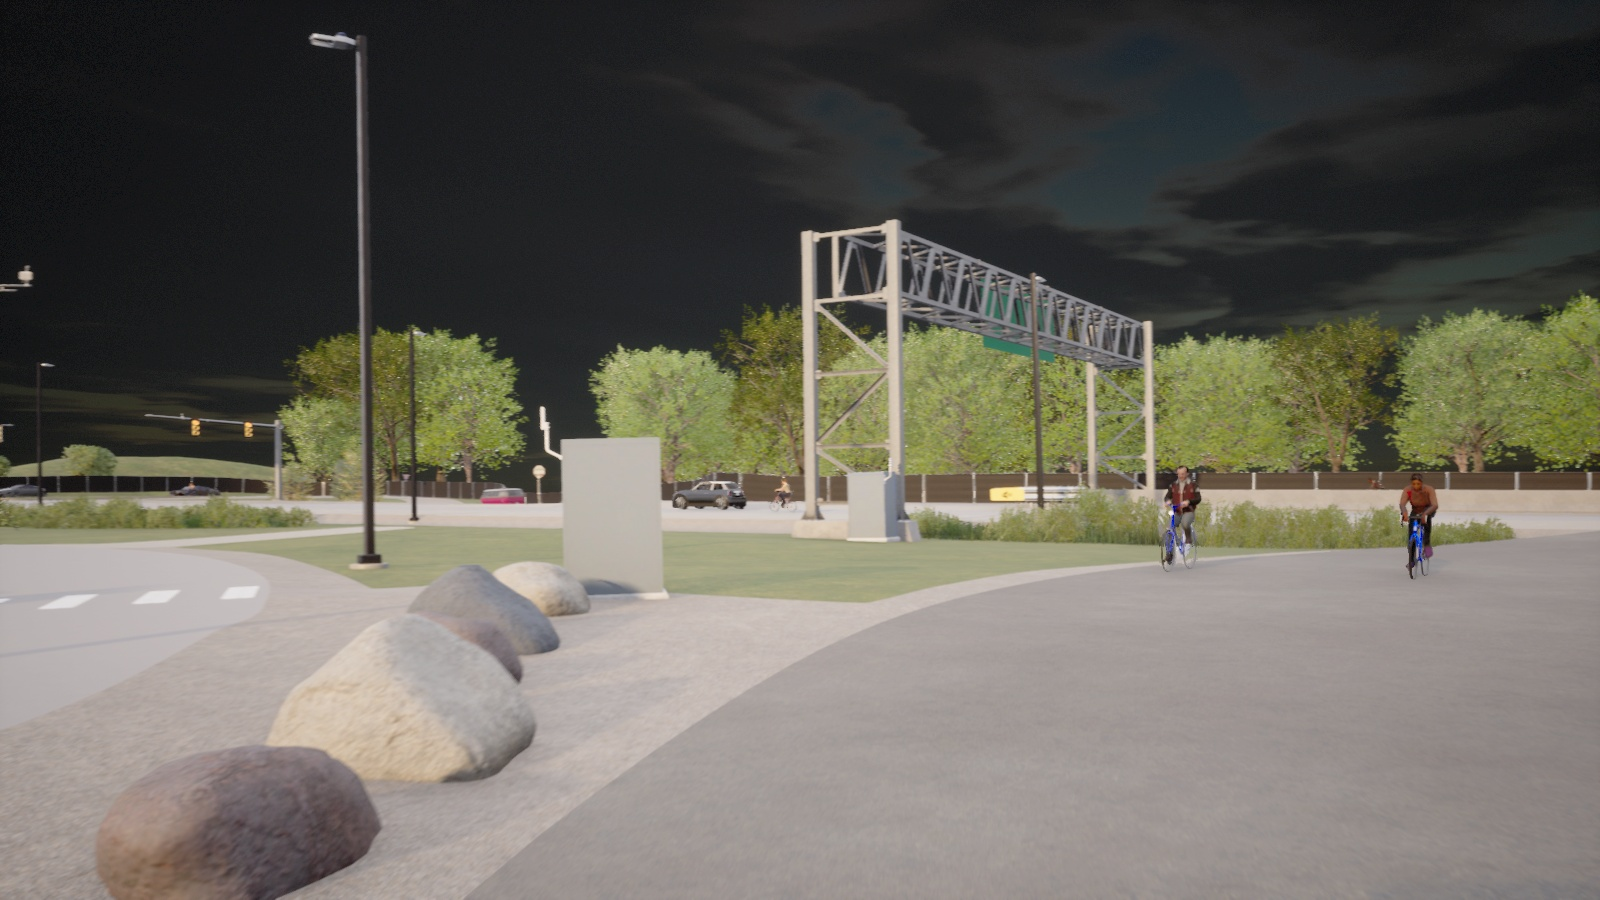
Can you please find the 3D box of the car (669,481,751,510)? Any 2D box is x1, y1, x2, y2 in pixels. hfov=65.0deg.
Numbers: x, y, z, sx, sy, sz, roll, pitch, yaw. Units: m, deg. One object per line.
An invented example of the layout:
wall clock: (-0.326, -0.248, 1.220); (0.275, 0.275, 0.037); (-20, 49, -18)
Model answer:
car: (-4.690, 2.373, 65.672); (3.806, 1.475, 1.970); (-2, -2, 30)

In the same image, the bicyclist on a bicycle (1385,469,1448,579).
bicyclist on a bicycle: (9.529, 1.102, 19.381); (0.582, 1.620, 1.656); (-1, -1, 36)

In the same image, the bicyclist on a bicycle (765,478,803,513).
bicyclist on a bicycle: (-0.759, 2.139, 59.300); (1.509, 1.612, 0.866); (-2, -2, 31)

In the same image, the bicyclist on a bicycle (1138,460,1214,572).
bicyclist on a bicycle: (6.250, 1.080, 20.815); (0.659, 1.776, 1.843); (-1, -3, 35)
